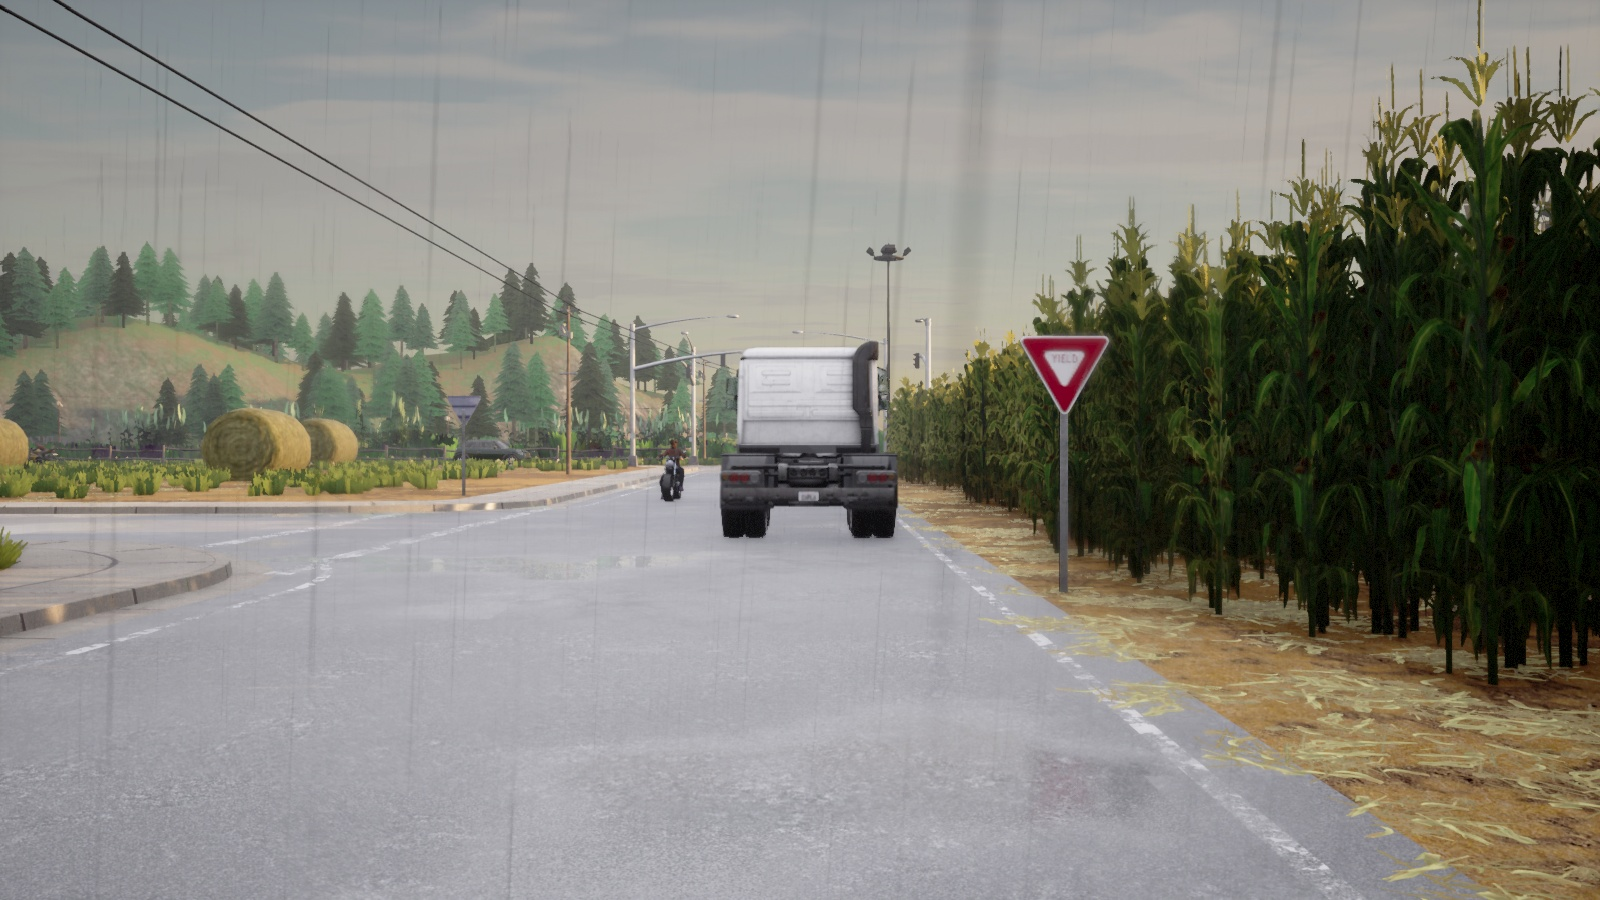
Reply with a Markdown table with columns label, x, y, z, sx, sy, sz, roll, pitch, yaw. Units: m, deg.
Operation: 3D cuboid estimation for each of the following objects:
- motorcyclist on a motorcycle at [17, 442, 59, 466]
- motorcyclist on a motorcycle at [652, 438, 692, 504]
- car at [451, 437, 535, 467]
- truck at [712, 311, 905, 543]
| label | x | y | z | sx | sy | sz | roll | pitch | yaw |
| --- | --- | --- | --- | --- | --- | --- | --- | --- | --- |
| motorcyclist on a motorcycle | -49.466 | 0.247 | 81.509 | 2.191 | 1.530 | 0.866 | 0 | 0 | 3 |
| motorcyclist on a motorcycle | -3.312 | 0.509 | 32.688 | 0.766 | 1.649 | 2.350 | 0 | 0 | 1 |
| car | -18.604 | 0.125 | 76.230 | 4.553 | 1.767 | 2.097 | 0 | 0 | 3 |
| truck | 0.147 | -0.364 | 22.728 | 2.891 | 3.462 | 7.936 | 0 | 0 | 0 |
